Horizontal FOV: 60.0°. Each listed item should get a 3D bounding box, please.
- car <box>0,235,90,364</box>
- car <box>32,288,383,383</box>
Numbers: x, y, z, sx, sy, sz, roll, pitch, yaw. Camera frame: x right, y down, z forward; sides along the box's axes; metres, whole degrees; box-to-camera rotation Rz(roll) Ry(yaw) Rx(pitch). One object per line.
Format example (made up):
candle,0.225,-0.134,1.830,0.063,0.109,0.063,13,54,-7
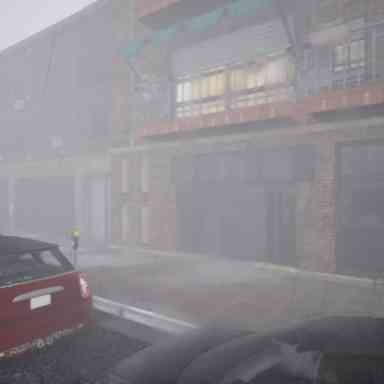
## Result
car,-3.522,1.423,5.393,4.097,1.590,1.967,0,0,35
car,1.111,1.565,2.090,4.313,1.339,1.947,0,0,35
